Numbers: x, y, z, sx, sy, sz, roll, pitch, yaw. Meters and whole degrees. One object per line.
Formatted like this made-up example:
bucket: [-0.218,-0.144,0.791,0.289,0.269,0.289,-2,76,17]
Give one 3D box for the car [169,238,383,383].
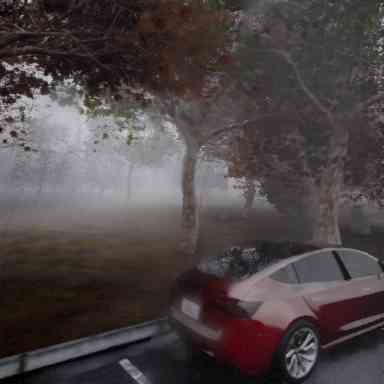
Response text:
car: [1.938,1.507,5.439,4.792,1.488,2.163,0,0,-33]
